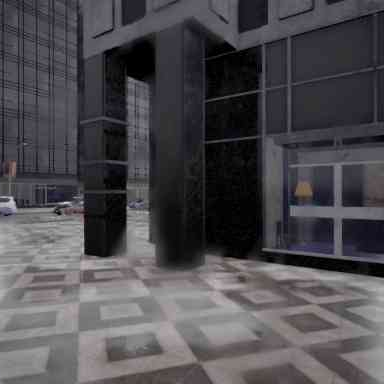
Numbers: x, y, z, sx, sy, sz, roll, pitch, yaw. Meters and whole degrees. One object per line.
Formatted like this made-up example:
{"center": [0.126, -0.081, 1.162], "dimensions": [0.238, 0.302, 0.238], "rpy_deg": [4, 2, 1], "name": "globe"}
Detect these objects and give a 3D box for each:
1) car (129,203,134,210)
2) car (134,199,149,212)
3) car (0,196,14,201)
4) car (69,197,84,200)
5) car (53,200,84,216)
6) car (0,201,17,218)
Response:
{"center": [-7.409, 1.871, 50.375], "dimensions": [2.097, 1.767, 4.553], "rpy_deg": [0, -1, 36], "name": "car"}
{"center": [-5.593, 2.016, 47.340], "dimensions": [1.812, 1.442, 4.674], "rpy_deg": [0, -1, 35], "name": "car"}
{"center": [-20.244, 1.447, 32.629], "dimensions": [2.150, 2.045, 5.566], "rpy_deg": [0, -1, 36], "name": "car"}
{"center": [-14.051, 1.585, 41.203], "dimensions": [2.150, 2.045, 5.566], "rpy_deg": [0, -1, 36], "name": "car"}
{"center": [-13.159, 1.880, 36.885], "dimensions": [1.994, 1.385, 4.181], "rpy_deg": [0, -1, 36], "name": "car"}
{"center": [-18.784, 1.734, 29.106], "dimensions": [2.033, 1.411, 5.357], "rpy_deg": [0, -1, 36], "name": "car"}
